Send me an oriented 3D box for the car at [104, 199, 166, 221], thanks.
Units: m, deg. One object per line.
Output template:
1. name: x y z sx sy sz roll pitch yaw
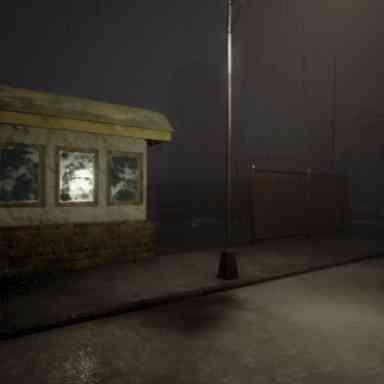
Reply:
1. car: -4.714 1.408 27.672 4.611 1.667 2.242 0 0 -36

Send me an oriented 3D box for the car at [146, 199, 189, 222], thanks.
1. car: -2.272 1.479 25.520 4.193 1.474 1.816 0 0 -36
